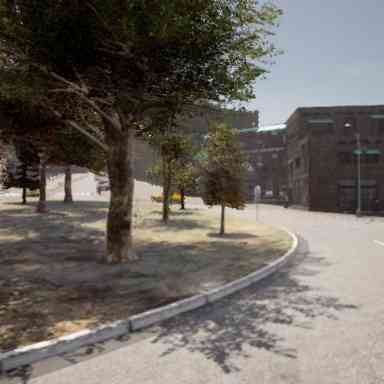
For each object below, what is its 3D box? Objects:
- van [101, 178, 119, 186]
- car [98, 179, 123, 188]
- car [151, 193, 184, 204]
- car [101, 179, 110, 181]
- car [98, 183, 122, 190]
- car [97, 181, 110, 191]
[{"bbox_3d":[-21.973,-2.743,89.375,4.442,1.987,1.878,-1,6,-33],"label":"van"},{"bbox_3d":[-20.512,-2.260,83.511,5.566,2.045,2.435,-1,6,-33],"label":"car"},{"bbox_3d":[-3.434,0.766,46.220,5.008,1.535,1.882,3,0,29],"label":"car"},{"bbox_3d":[-19.269,-1.501,77.538,5.366,1.575,1.946,-1,6,-33],"label":"car"},{"bbox_3d":[-18.422,-1.206,74.689,4.674,1.452,2.002,-1,6,-33],"label":"car"},{"bbox_3d":[-17.739,-0.991,71.732,4.892,1.521,2.231,-1,5,-33],"label":"car"}]
